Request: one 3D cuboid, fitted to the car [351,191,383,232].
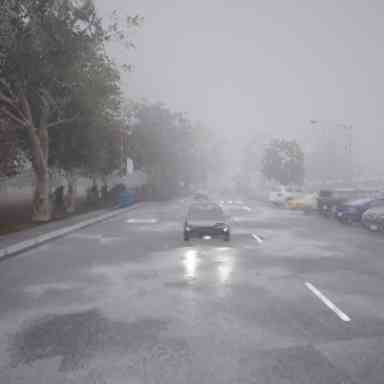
[{"bbox_3d":[10.129,0.991,15.347,4.553,1.767,2.185,0,2,-19],"label":"car"}]

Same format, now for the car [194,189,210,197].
[{"bbox_3d":[1.449,0.368,46.263,1.882,1.535,5.008,0,1,6],"label":"car"}]

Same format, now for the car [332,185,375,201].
[{"bbox_3d":[23.678,0.080,49.133,2.435,2.045,5.566,0,2,-20],"label":"car"}]

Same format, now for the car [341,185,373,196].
[{"bbox_3d":[32.662,-0.309,66.152,2.435,2.045,5.566,0,1,-21],"label":"car"}]

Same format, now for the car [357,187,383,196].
[{"bbox_3d":[35.659,-0.178,66.231,2.185,1.767,4.553,0,0,-21],"label":"car"}]

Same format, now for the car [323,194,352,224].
[{"bbox_3d":[10.144,1.044,18.352,5.008,1.535,2.097,0,1,-19],"label":"car"}]

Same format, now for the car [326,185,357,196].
[{"bbox_3d":[29.601,-0.315,66.169,2.435,2.045,5.566,0,1,-20],"label":"car"}]

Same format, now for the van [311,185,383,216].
[{"bbox_3d":[10.319,0.746,21.389,4.442,1.987,1.878,0,1,-19],"label":"van"}]

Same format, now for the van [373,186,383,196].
[{"bbox_3d":[38.641,-0.274,66.328,1.878,1.987,4.442,0,1,-20],"label":"van"}]

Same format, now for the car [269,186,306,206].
[{"bbox_3d":[10.431,0.431,33.376,5.566,2.045,2.435,0,1,-19],"label":"car"}]

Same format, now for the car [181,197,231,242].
[{"bbox_3d":[0.576,1.184,14.543,2.033,1.411,5.357,0,1,1],"label":"car"}]

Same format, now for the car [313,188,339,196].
[{"bbox_3d":[26.577,-0.039,66.147,2.163,1.488,4.792,0,1,-20],"label":"car"}]

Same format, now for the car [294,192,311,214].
[{"bbox_3d":[10.264,0.939,24.353,4.674,1.452,2.002,0,2,-19],"label":"car"}]

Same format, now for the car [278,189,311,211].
[{"bbox_3d":[10.134,0.823,27.295,5.366,1.575,1.946,0,2,-19],"label":"car"}]
